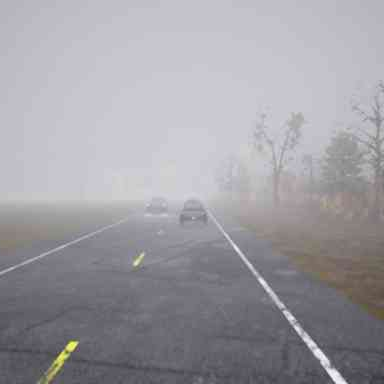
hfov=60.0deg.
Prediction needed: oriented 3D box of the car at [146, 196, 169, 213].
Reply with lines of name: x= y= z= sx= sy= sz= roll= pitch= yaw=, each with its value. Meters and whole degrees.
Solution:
car: x=-3.584 y=1.274 z=35.300 sx=2.097 sy=1.767 sz=4.553 roll=0 pitch=0 yaw=0

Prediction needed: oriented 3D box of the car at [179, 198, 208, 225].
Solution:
car: x=0.104 y=1.445 z=23.535 sx=2.128 sy=1.511 sz=4.902 roll=0 pitch=0 yaw=0
